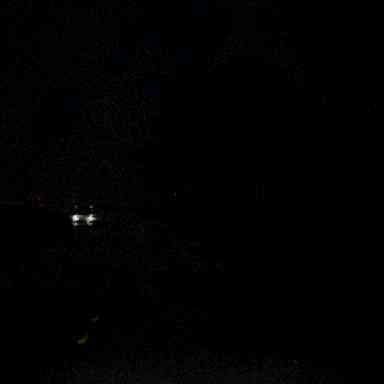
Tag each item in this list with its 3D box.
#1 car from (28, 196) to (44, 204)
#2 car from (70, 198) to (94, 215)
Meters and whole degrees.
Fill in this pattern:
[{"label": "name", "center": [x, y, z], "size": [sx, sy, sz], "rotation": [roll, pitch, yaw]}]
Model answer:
[{"label": "car", "center": [-32.923, 1.655, 70.029], "size": [4.892, 1.490, 1.837], "rotation": [1, 0, 39]}, {"label": "car", "center": [-12.783, 1.649, 38.417], "size": [2.097, 1.767, 4.553], "rotation": [0, 0, -27]}]
